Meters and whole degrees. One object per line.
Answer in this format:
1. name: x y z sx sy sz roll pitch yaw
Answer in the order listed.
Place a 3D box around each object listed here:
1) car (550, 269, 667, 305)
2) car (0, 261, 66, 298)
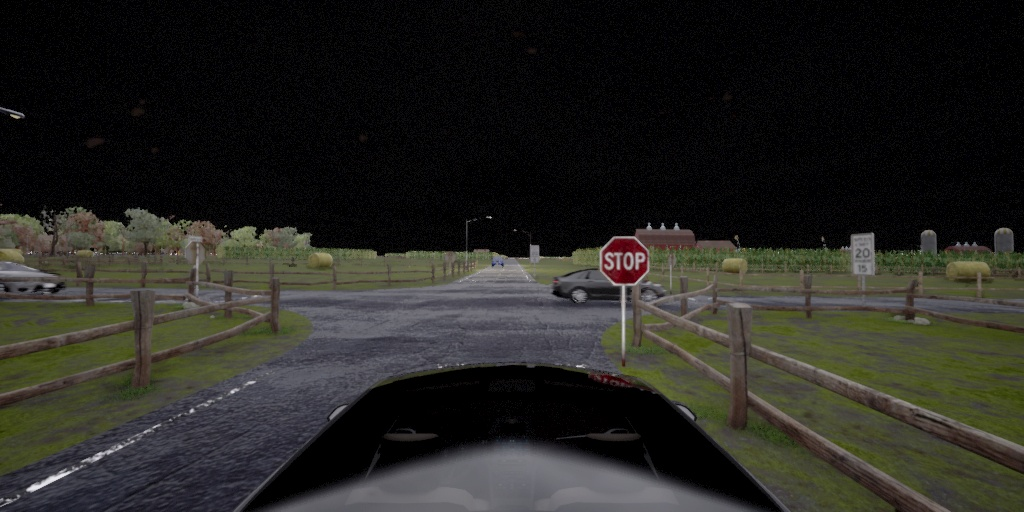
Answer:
1. car: 4.138 1.311 15.545 4.892 1.490 1.837 1 -1 -1
2. car: -22.193 0.957 15.293 4.902 1.511 2.128 1 -1 -1
